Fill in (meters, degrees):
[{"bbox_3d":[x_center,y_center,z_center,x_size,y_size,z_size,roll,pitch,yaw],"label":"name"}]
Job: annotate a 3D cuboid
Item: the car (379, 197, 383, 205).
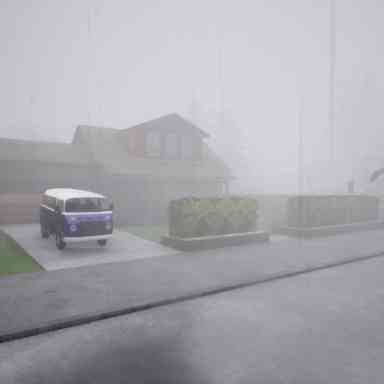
[{"bbox_3d":[24.718,0.969,41.453,3.866,1.878,1.905,0,0,0],"label":"car"}]
